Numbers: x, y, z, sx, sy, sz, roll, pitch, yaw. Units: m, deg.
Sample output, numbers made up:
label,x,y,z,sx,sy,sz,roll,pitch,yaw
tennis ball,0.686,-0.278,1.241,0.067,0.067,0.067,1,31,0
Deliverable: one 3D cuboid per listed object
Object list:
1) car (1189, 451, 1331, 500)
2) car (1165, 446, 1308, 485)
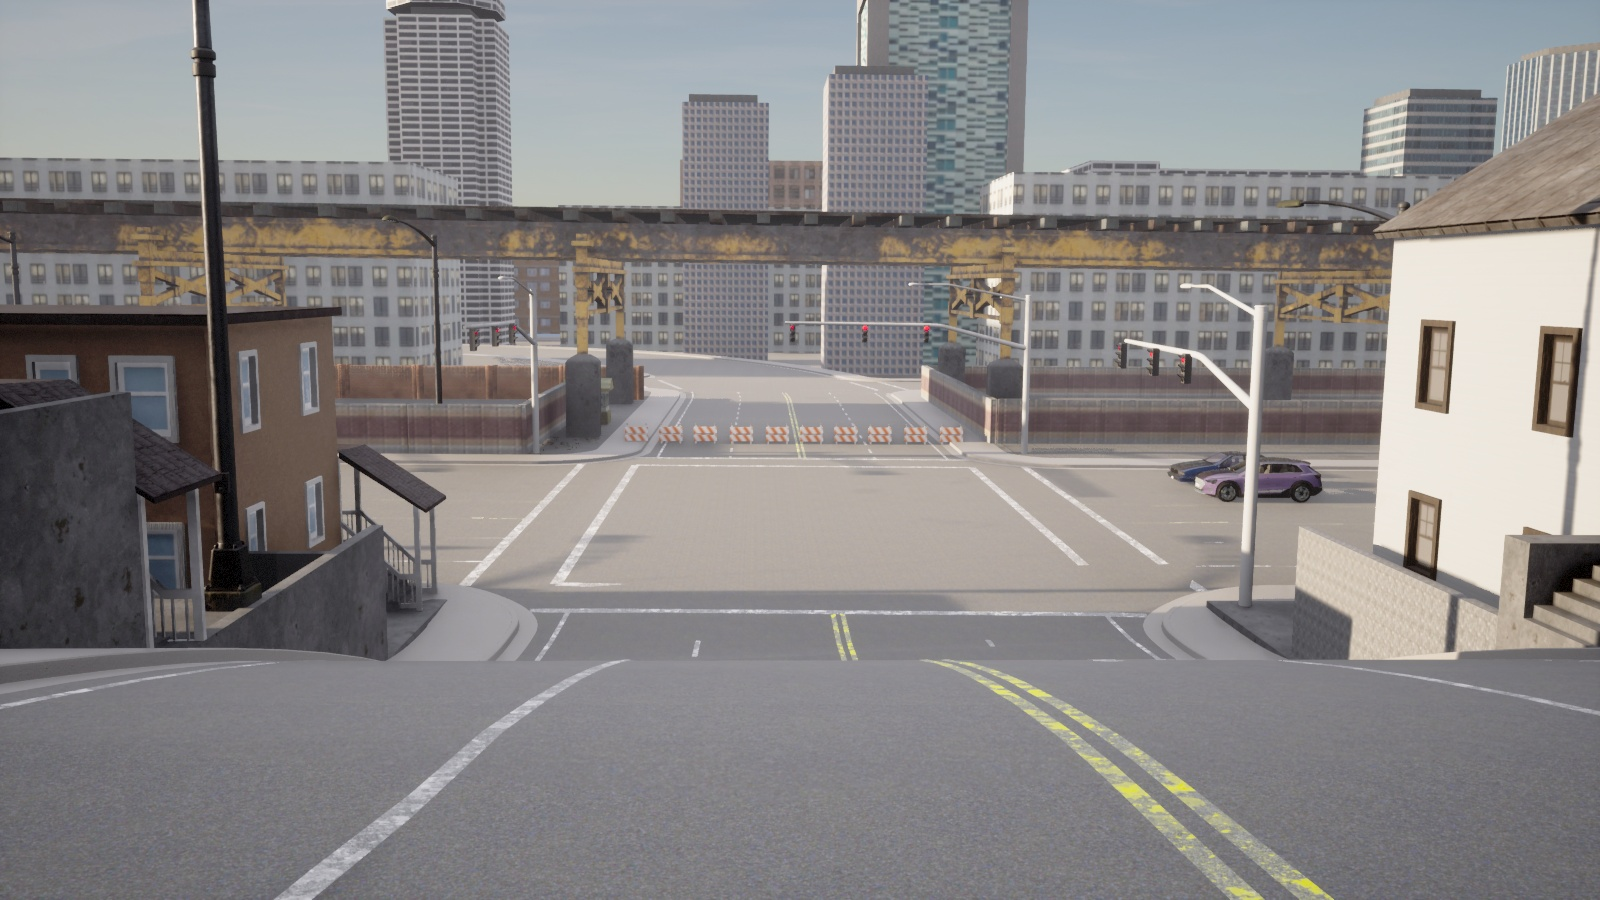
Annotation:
label,x,y,z,sx,sy,sz,roll,pitch,yaw
car,18.317,0.991,50.141,4.856,1.649,2.033,0,8,0
car,18.581,0.645,53.631,5.357,1.411,2.033,0,8,0
